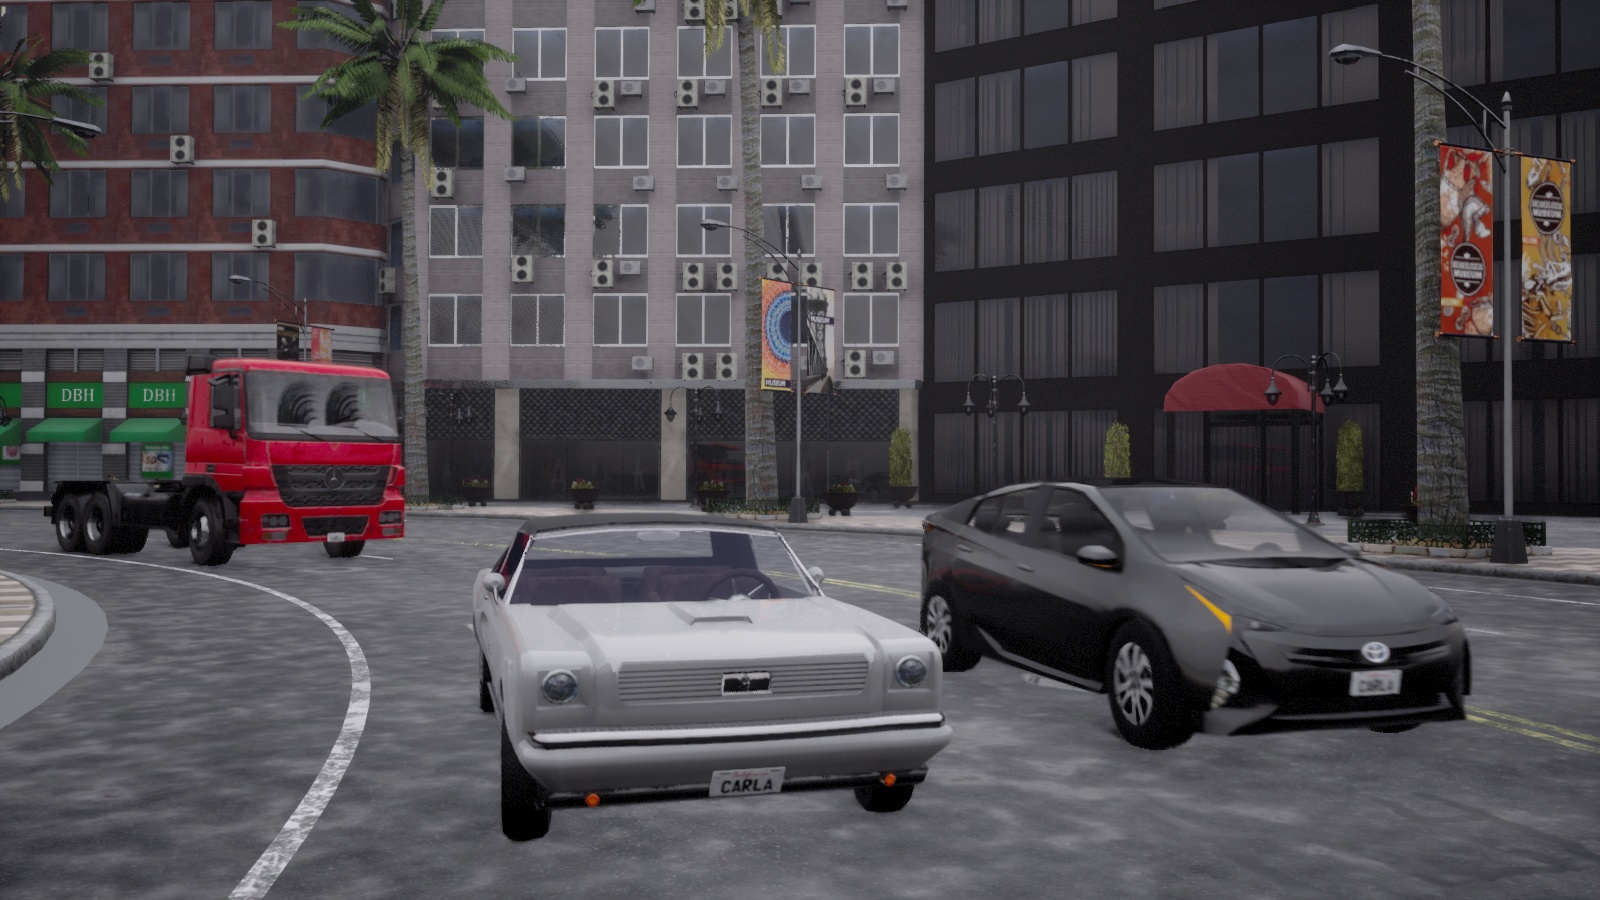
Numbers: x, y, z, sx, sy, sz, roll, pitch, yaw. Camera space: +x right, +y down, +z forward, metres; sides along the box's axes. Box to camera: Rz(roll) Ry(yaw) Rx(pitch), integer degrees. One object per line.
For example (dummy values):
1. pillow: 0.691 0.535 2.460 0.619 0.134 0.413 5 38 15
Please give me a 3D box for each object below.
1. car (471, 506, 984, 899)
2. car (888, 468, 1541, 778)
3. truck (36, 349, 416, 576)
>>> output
1. car: -0.823 1.037 7.106 1.895 1.301 4.718 0 -1 -16
2. car: 2.377 0.897 8.667 2.007 1.525 4.514 0 -1 -17
3. truck: -10.573 0.255 22.714 7.936 3.462 2.891 -1 -1 38
